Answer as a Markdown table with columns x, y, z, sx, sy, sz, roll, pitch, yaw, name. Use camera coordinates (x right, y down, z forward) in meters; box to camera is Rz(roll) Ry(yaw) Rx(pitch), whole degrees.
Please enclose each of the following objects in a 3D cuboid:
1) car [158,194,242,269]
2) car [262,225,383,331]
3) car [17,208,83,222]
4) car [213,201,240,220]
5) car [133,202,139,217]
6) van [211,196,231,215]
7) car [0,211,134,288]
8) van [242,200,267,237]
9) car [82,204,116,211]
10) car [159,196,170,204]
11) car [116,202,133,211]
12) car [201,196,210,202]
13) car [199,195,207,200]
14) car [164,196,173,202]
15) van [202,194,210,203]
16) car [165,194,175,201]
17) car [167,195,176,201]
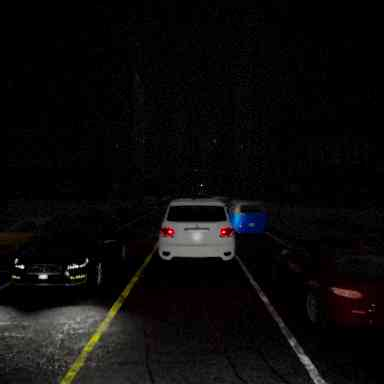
| x | y | z | sx | sy | sz | roll | pitch | yaw | name |
| --- | --- | --- | --- | --- | --- | --- | --- | --- | --- |
| 0.138 | 1.217 | 11.276 | 2.150 | 2.045 | 5.566 | 0 | 0 | 0 | car |
| 2.797 | 1.583 | 6.666 | 1.802 | 1.307 | 4.206 | 0 | 0 | 0 | car |
| -5.729 | 1.516 | 12.072 | 1.752 | 1.417 | 4.829 | 0 | 0 | 0 | car |
| 2.888 | 1.540 | 28.765 | 1.887 | 1.381 | 4.507 | 0 | 0 | 0 | car |
| -5.667 | 1.532 | 28.817 | 1.887 | 1.381 | 4.507 | 0 | 0 | 0 | car |
| 2.912 | 1.336 | 34.290 | 1.690 | 1.788 | 3.998 | 0 | 0 | 0 | van |
| -3.067 | 1.499 | 9.307 | 1.837 | 1.490 | 4.892 | 0 | 0 | 0 | car |
| 2.844 | 1.339 | 17.716 | 1.690 | 1.788 | 3.998 | 0 | 0 | 0 | van |
| -5.708 | 1.534 | 17.767 | 1.887 | 1.381 | 4.507 | 0 | 0 | 0 | car |
| -5.506 | 1.522 | 66.740 | 1.752 | 1.417 | 4.829 | 0 | 0 | 0 | car |
| -5.687 | 1.533 | 23.292 | 1.887 | 1.381 | 4.507 | 0 | 0 | 0 | car |
| 3.069 | 1.577 | 77.687 | 1.947 | 1.339 | 4.313 | 0 | 0 | 0 | car |
| 3.133 | 1.577 | 93.927 | 2.008 | 1.369 | 4.403 | 0 | 0 | 0 | car |
| -5.457 | 1.548 | 77.490 | 1.887 | 1.381 | 4.507 | 0 | 0 | 0 | car |
| 3.048 | 1.349 | 72.275 | 1.690 | 1.788 | 3.998 | 0 | 0 | 0 | van |
| -5.435 | 1.322 | 82.780 | 2.192 | 1.841 | 5.009 | 0 | 0 | 0 | car |
| -5.415 | 1.563 | 88.069 | 2.008 | 1.369 | 4.403 | 0 | 0 | 0 | car |
